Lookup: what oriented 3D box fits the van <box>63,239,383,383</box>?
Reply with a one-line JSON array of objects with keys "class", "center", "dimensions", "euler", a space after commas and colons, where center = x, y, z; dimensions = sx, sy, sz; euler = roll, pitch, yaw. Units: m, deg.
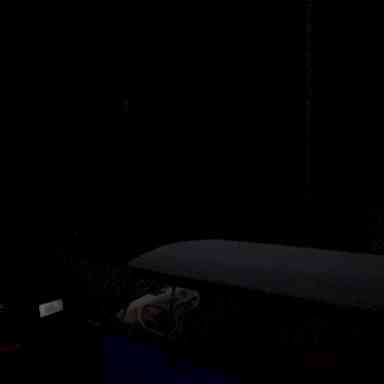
[{"class": "van", "center": [1.057, 1.341, 2.324], "dimensions": [3.998, 1.788, 1.690], "euler": [0, 0, 36]}]

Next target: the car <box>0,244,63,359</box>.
[{"class": "car", "center": [-3.551, 1.568, 5.612], "dimensions": [4.313, 1.339, 1.947], "euler": [0, 0, 36]}]
